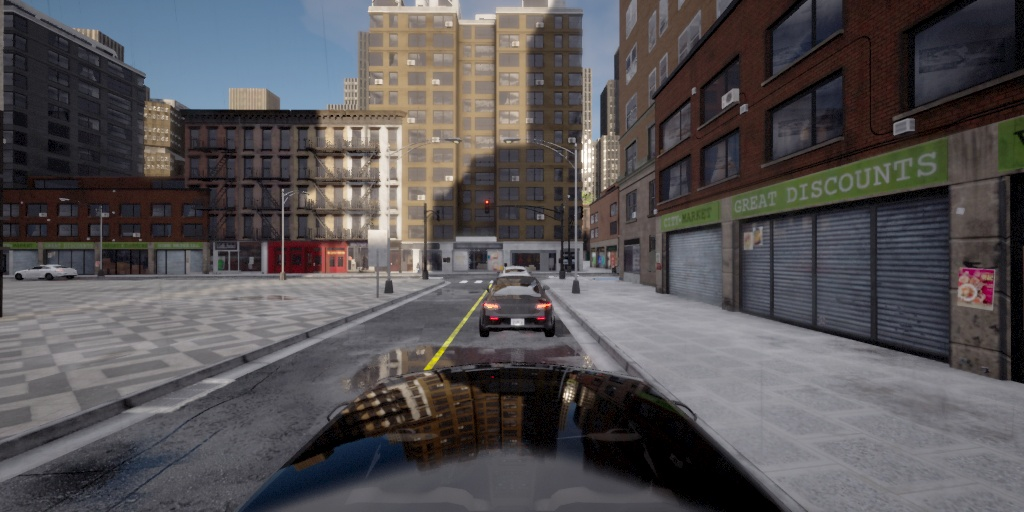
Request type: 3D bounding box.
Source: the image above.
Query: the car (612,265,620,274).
[{"bbox_3d":[12.057,1.187,35.505,4.181,1.385,1.994,-1,0,-1],"label":"car"}]

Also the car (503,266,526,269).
[{"bbox_3d":[0.148,1.270,19.915,1.812,1.442,4.674,0,0,-1],"label":"car"}]

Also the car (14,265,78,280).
[{"bbox_3d":[-45.305,1.579,34.921,4.674,1.442,1.812,0,0,0],"label":"car"}]

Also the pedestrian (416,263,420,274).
[{"bbox_3d":[-10.043,0.970,38.334,0.375,1.860,0.375,0,0,-1],"label":"pedestrian"}]

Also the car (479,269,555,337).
[{"bbox_3d":[0.121,1.275,10.135,1.812,1.442,4.674,0,0,0],"label":"car"}]
